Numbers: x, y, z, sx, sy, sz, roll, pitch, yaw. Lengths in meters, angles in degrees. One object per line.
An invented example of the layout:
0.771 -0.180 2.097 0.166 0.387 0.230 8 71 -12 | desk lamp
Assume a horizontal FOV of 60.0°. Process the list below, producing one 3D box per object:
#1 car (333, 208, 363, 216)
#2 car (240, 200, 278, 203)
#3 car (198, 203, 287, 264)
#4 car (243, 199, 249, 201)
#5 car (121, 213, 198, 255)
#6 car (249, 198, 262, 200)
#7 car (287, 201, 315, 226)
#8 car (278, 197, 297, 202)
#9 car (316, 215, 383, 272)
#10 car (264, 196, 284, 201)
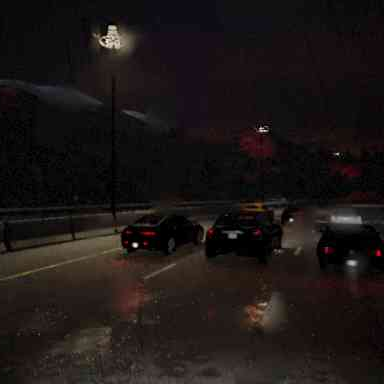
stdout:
11.190 1.819 23.864 1.895 1.301 4.718 0 -1 28 | car
5.439 1.735 27.909 1.882 1.535 5.008 0 0 29 | car
2.153 1.470 12.771 2.097 1.767 4.553 0 -1 23 | car
12.484 2.207 74.004 1.812 1.442 4.674 0 -1 41 | car
-1.073 1.640 14.132 1.837 1.490 4.892 0 0 23 | car
14.930 2.013 71.499 2.097 1.767 4.553 0 -1 41 | car
8.195 1.743 25.670 1.837 1.490 4.892 0 0 29 | car
19.766 2.148 66.410 2.033 1.411 5.357 0 -1 41 | car
5.328 1.705 11.315 1.895 1.301 4.718 0 -1 23 | car
17.321 1.857 68.920 2.150 2.045 5.566 0 -1 41 | car
